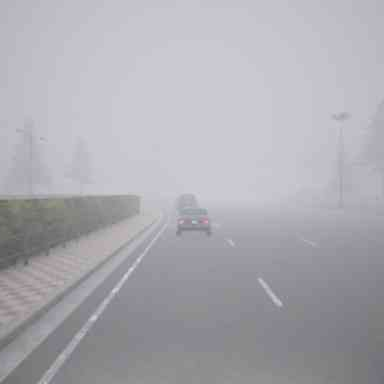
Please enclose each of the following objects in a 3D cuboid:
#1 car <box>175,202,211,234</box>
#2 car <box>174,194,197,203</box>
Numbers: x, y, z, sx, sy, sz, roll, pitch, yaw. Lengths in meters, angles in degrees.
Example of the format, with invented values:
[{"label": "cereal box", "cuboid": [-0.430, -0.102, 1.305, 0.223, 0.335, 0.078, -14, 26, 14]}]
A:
[{"label": "car", "cuboid": [0.096, 1.540, 18.950, 2.033, 1.411, 5.357, 0, 0, 0]}, {"label": "car", "cuboid": [-0.732, 1.206, 38.047, 2.150, 2.045, 5.566, 0, 0, -8]}]
